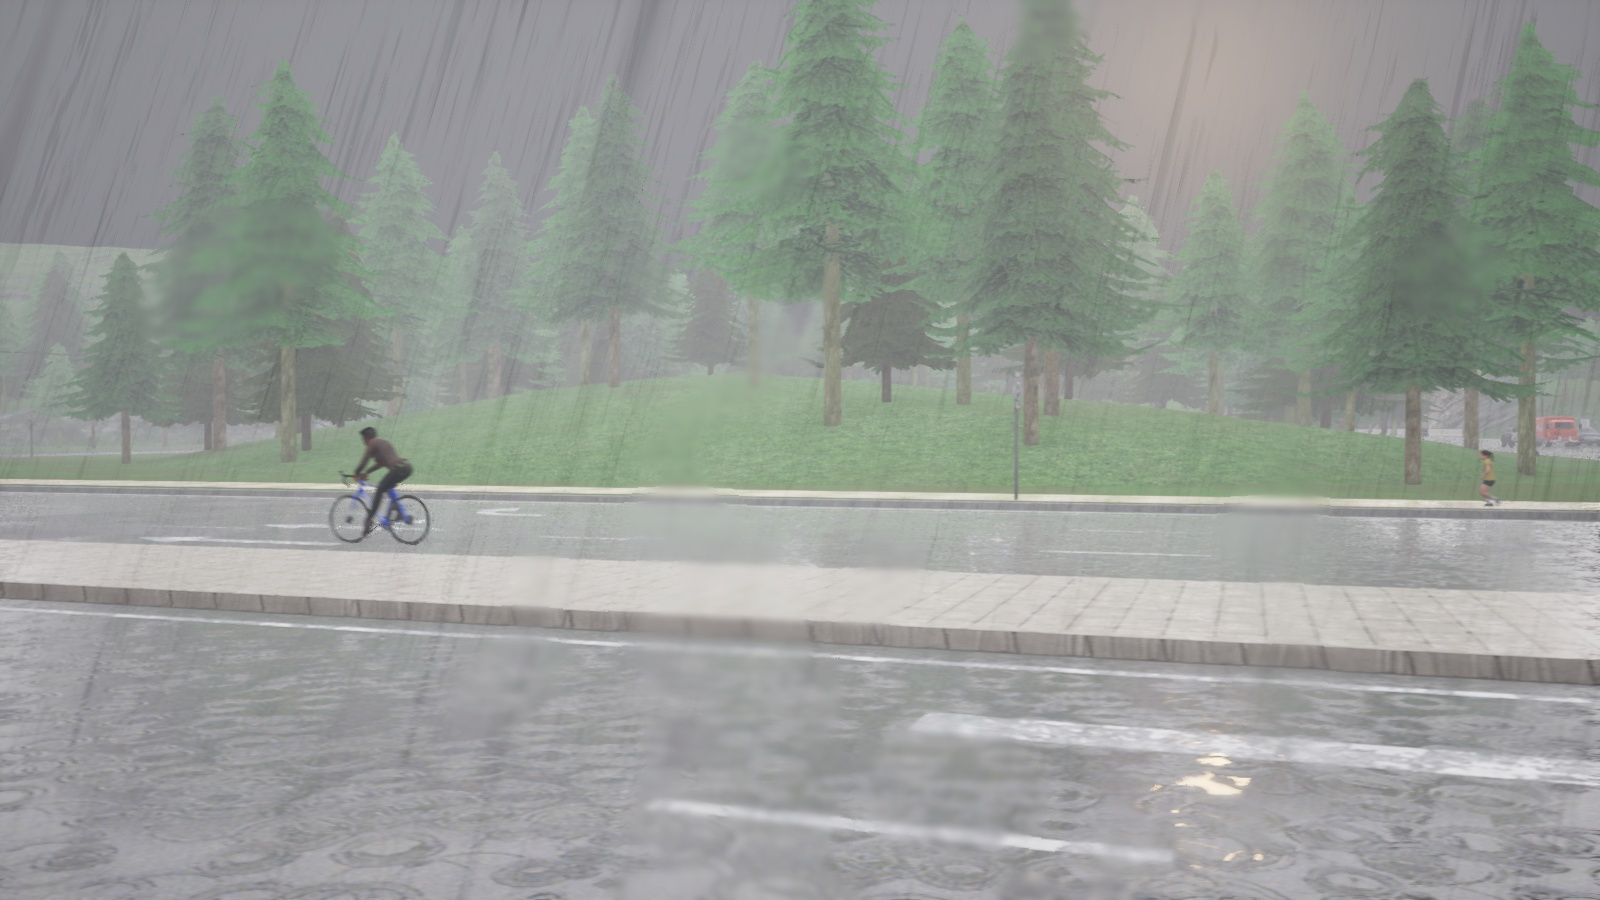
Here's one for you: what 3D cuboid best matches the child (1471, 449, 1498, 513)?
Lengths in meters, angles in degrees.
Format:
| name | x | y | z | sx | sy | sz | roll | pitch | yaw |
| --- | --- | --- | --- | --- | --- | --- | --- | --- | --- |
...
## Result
| name | x | y | z | sx | sy | sz | roll | pitch | yaw |
| --- | --- | --- | --- | --- | --- | --- | --- | --- | --- |
| child | 12.172 | 0.549 | 22.345 | 0.394 | 1.110 | 0.255 | 1 | 1 | 27 |

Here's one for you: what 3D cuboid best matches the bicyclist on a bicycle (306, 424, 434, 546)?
| name | x | y | z | sx | sy | sz | roll | pitch | yaw |
| --- | --- | --- | --- | --- | --- | --- | --- | --- | --- |
| bicyclist on a bicycle | -5.929 | 0.461 | 17.319 | 1.656 | 1.620 | 0.582 | 0 | 1 | 19 |
